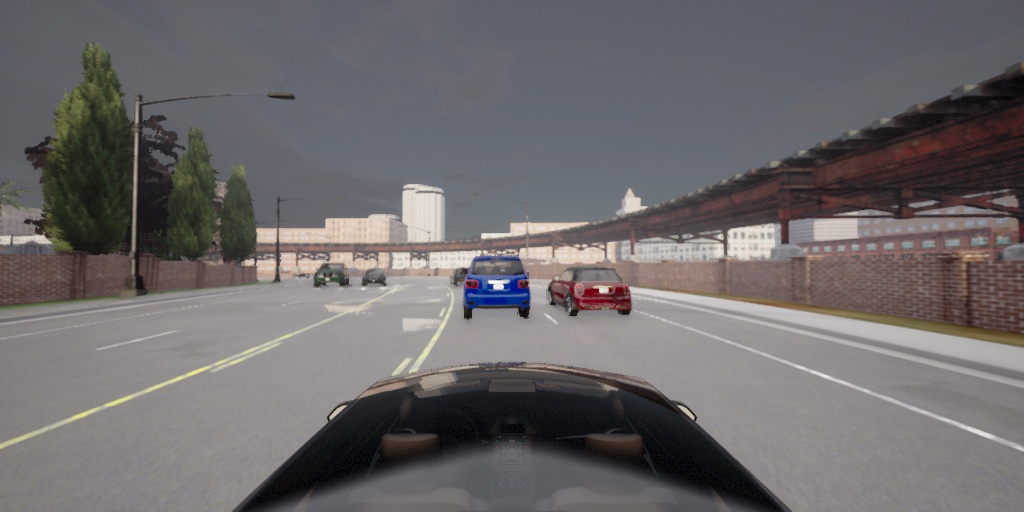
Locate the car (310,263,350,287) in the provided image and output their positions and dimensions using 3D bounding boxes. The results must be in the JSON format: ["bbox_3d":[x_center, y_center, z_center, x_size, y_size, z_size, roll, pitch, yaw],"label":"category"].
[{"bbox_3d":[-15.297,1.578,30.731,2.150,2.045,5.566,0,-3,-18],"label":"car"}]

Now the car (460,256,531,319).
[{"bbox_3d":[-0.682,1.041,13.311,2.150,2.045,5.566,0,-1,-6],"label":"car"}]

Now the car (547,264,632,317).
[{"bbox_3d":[2.747,1.172,13.714,2.097,1.767,4.553,0,-1,-6],"label":"car"}]

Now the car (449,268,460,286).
[{"bbox_3d":[-4.358,1.800,31.374,1.837,1.490,4.892,0,-2,-16],"label":"car"}]

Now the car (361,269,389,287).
[{"bbox_3d":[-11.526,1.811,30.276,1.837,1.490,4.892,0,-3,-17],"label":"car"}]
